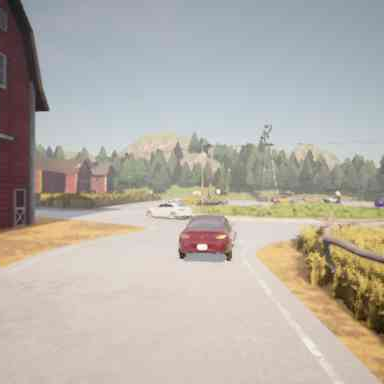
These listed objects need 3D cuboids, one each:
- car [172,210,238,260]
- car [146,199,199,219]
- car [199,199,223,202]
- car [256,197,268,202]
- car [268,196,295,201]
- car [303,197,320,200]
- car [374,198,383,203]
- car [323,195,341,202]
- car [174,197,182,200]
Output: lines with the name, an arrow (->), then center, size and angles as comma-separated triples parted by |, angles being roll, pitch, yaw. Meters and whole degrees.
car -> 0.677, 1.589, 12.730 | 1.812, 1.442, 4.674 | 0, -1, 9
car -> -2.012, 1.624, 29.238 | 4.674, 1.442, 1.812 | 0, 0, 39
car -> 3.515, 1.819, 55.758 | 5.357, 1.411, 2.033 | 0, 0, 3
car -> 18.957, 1.951, 88.245 | 3.905, 1.438, 1.784 | 0, 0, 3
car -> 18.034, 1.632, 65.785 | 4.605, 1.855, 1.932 | 0, 0, 3
car -> 31.865, 1.940, 88.806 | 4.193, 1.474, 1.816 | 0, 0, 3
car -> 30.585, 1.732, 51.136 | 4.611, 1.667, 2.242 | 0, 0, 3
car -> 31.772, 1.682, 75.313 | 3.866, 1.878, 1.905 | 0, 0, 3
car -> -3.545, 1.995, 82.341 | 1.895, 1.301, 4.718 | 0, 0, 3
